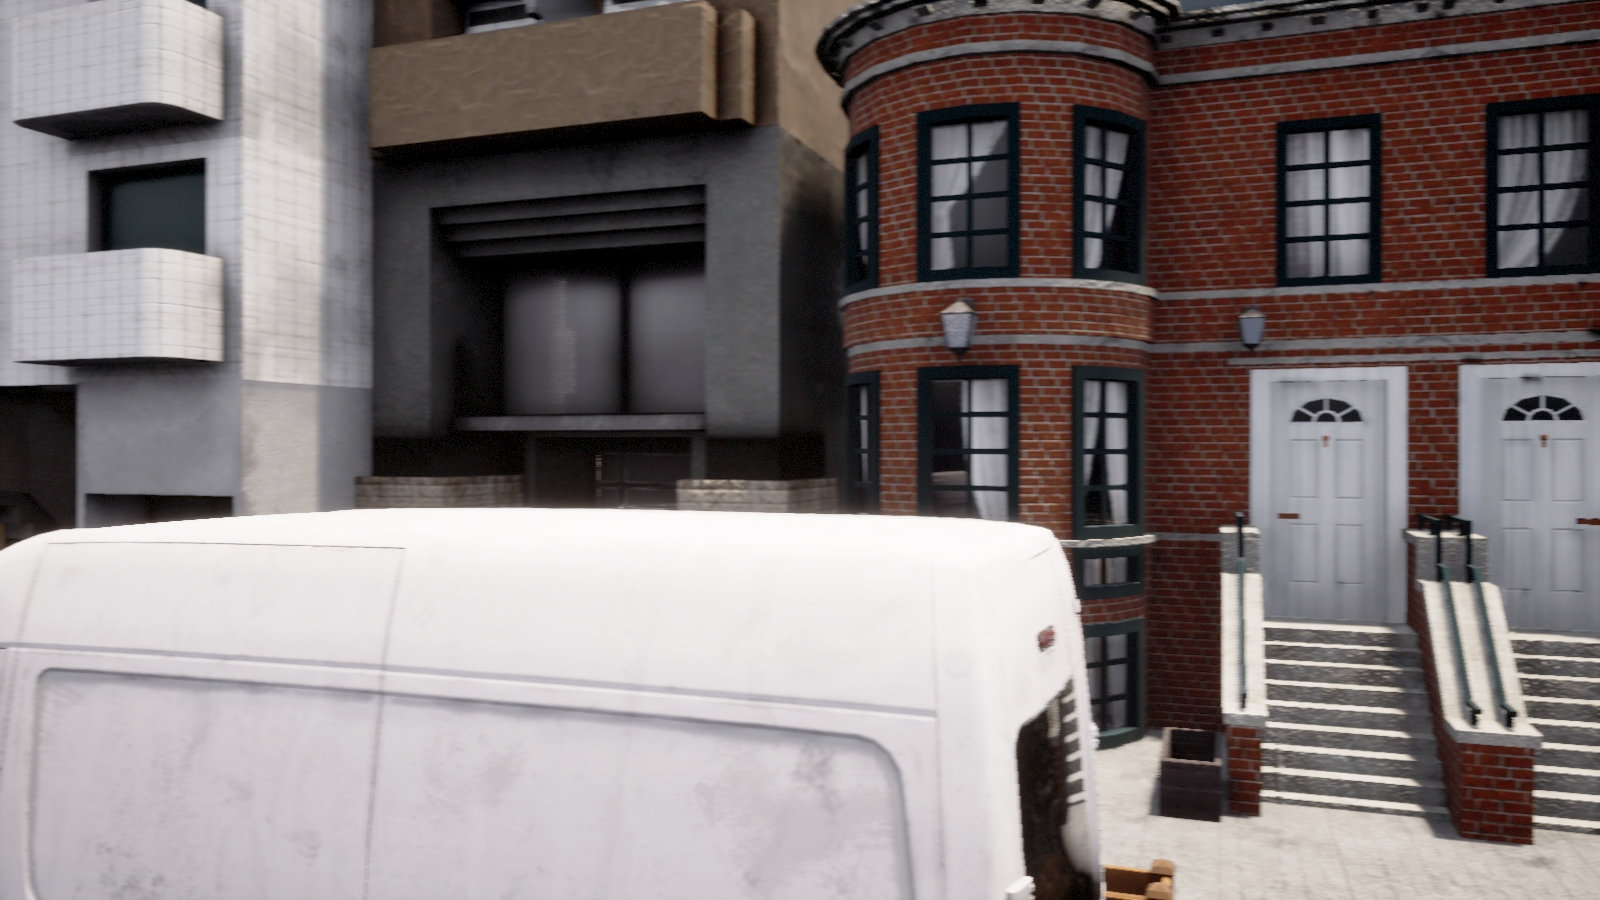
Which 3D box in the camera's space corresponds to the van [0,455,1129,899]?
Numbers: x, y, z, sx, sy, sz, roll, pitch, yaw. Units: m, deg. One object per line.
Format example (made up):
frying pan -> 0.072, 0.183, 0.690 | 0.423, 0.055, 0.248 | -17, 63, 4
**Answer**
van -> -1.847, 1.311, 4.503 | 5.915, 2.561, 1.988 | 0, 0, 20
